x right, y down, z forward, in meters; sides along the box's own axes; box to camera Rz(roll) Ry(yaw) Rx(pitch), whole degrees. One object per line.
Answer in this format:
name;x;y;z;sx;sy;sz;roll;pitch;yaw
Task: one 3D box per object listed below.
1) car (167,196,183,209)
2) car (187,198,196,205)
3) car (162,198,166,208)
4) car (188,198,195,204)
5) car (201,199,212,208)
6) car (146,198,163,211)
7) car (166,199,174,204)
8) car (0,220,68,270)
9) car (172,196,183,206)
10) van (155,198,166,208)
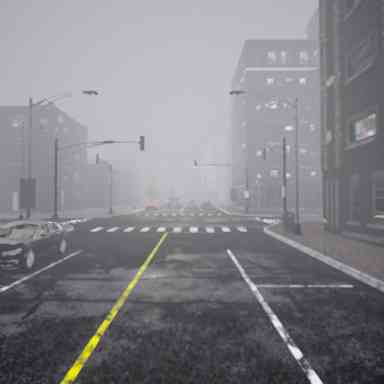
car;-3.111;1.816;58.067;2.150;2.045;5.566;0;0;0
car;-0.094;2.312;77.447;1.812;1.442;4.674;0;-1;0
car;-5.743;2.111;55.036;1.887;1.381;4.507;1;-1;0
car;-0.106;2.232;87.458;1.837;1.490;4.892;0;-1;0
car;2.632;2.065;60.795;1.967;1.590;4.097;1;-1;0
car;-5.813;2.053;49.354;1.887;1.381;4.507;1;-1;0
car;-5.785;2.498;89.154;1.802;1.307;4.206;1;-1;0
car;-5.690;1.670;11.401;2.008;1.369;4.403;1;-1;0
car;-3.090;1.982;73.715;2.150;2.045;5.566;0;-1;0
van;-5.746;1.965;60.725;1.690;1.788;3.998;1;-1;0
